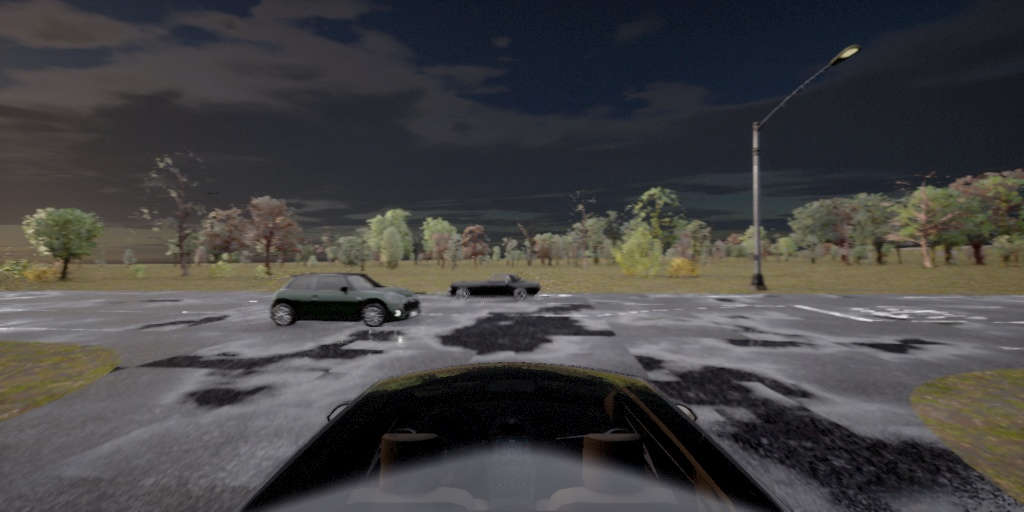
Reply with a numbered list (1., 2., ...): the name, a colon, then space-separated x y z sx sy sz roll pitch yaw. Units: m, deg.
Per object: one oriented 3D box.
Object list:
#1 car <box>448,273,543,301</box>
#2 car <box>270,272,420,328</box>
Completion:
1. car: -0.822 1.560 18.478 4.718 1.301 1.895 -1 0 7
2. car: -5.453 1.333 12.013 4.553 1.767 2.097 -1 0 7
